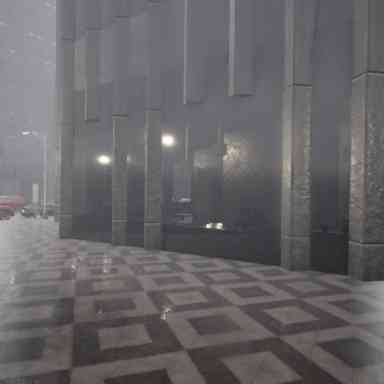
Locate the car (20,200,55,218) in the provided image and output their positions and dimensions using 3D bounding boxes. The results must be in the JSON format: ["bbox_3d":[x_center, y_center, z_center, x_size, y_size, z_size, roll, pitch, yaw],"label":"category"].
[{"bbox_3d":[-13.845,1.742,31.371,1.947,1.339,4.313,1,0,35],"label":"car"}]

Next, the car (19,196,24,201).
[{"bbox_3d":[-20.776,1.353,36.328,2.192,1.841,5.009,1,0,35],"label":"car"}]

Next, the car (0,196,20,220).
[{"bbox_3d":[-17.119,1.463,26.775,2.192,1.841,5.009,1,0,35],"label":"car"}]

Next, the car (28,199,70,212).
[{"bbox_3d":[-17.502,1.634,40.922,1.947,1.339,4.313,1,0,35],"label":"car"}]
